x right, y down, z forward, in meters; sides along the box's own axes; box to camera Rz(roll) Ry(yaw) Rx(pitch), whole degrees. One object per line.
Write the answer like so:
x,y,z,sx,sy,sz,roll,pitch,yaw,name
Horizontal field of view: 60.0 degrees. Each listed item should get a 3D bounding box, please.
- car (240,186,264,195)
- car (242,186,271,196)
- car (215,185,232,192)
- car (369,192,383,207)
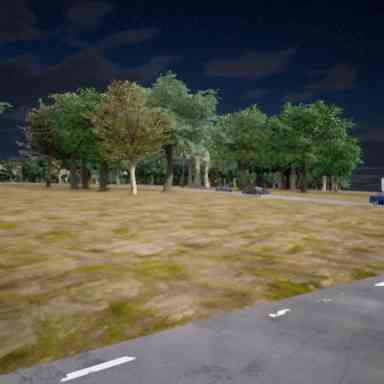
10.463,-0.289,57.967,1.994,1.385,4.181,1,2,-25,car
9.930,-0.139,51.669,2.033,1.411,5.357,1,2,-25,car
6.277,-0.708,66.851,1.994,1.385,4.181,1,2,-25,car
19.315,0.723,31.395,1.882,1.535,5.008,1,2,-25,car
